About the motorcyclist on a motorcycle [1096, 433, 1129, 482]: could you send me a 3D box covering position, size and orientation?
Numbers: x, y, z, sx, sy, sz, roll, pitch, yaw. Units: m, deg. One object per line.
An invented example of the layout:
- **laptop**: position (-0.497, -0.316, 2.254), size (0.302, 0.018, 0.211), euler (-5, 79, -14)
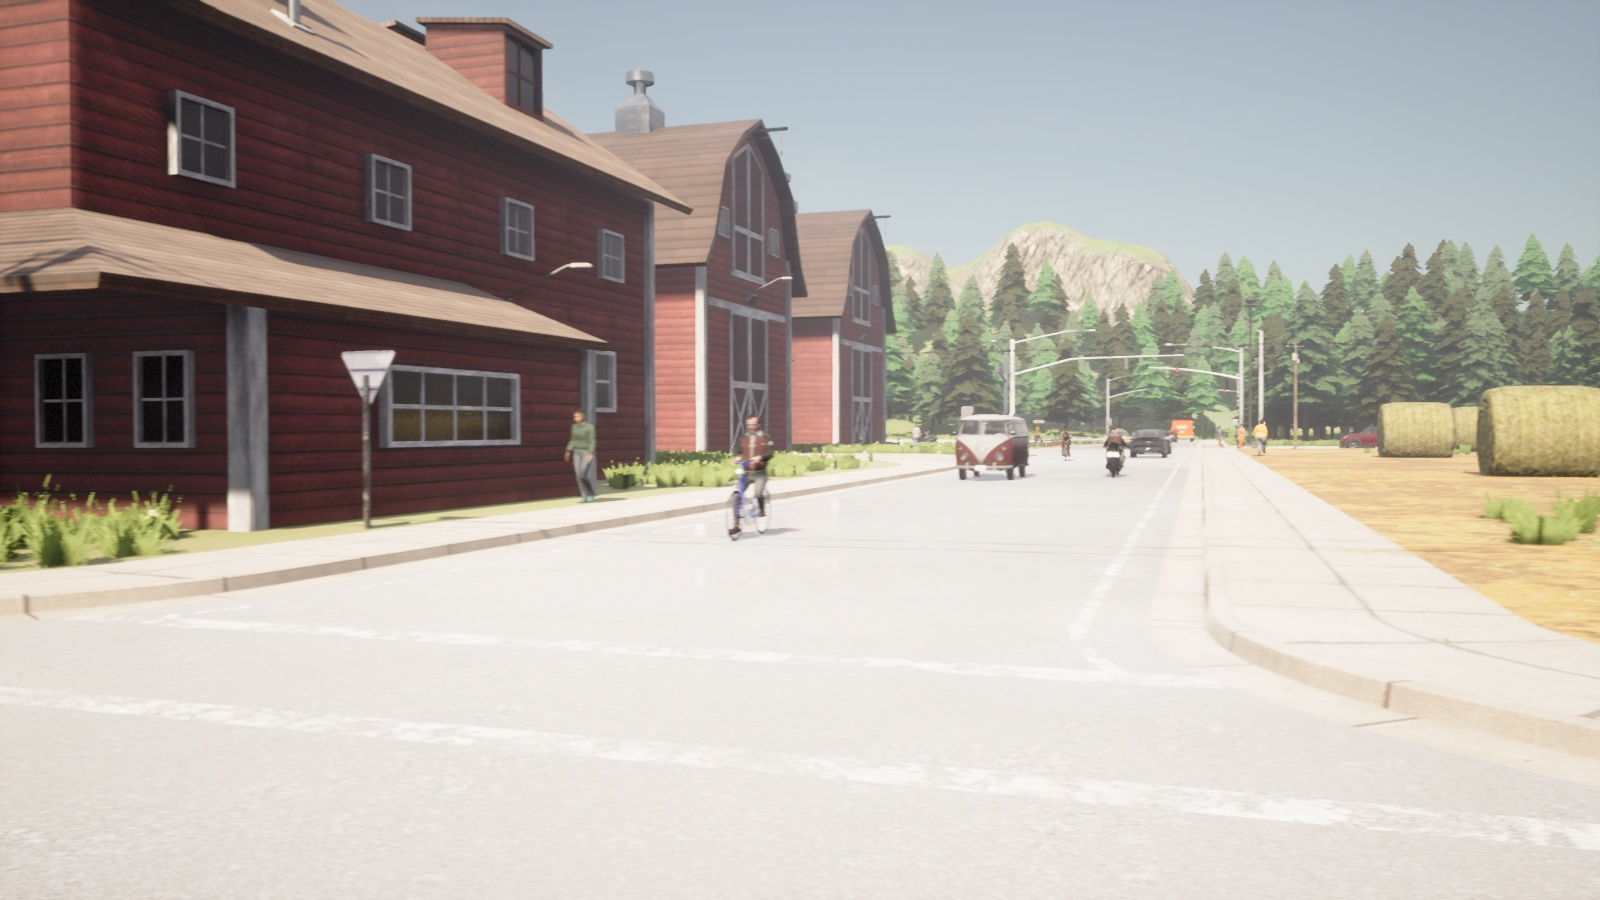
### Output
- **motorcyclist on a motorcycle**: position (10.147, 0.221, 40.729), size (0.866, 1.530, 2.191), euler (1, 1, 18)

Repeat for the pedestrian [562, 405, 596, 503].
- **pedestrian**: position (-4.221, 0.061, 24.006), size (0.353, 1.847, 0.614), euler (1, 1, 23)

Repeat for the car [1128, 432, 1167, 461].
- **car**: position (18.599, -0.201, 67.142), size (1.837, 1.490, 4.892), euler (1, 1, 17)

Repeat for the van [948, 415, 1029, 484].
- **van**: position (5.889, -0.048, 38.900), size (1.775, 1.987, 4.442), euler (1, 1, 18)

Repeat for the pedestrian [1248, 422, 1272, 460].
- **pedestrian**: position (22.796, -0.453, 62.199), size (0.874, 1.855, 0.900), euler (1, 1, 38)

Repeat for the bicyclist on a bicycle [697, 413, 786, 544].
- **bicyclist on a bicycle**: position (-0.807, 0.379, 17.973), size (0.659, 1.776, 1.843), euler (1, 1, 18)
